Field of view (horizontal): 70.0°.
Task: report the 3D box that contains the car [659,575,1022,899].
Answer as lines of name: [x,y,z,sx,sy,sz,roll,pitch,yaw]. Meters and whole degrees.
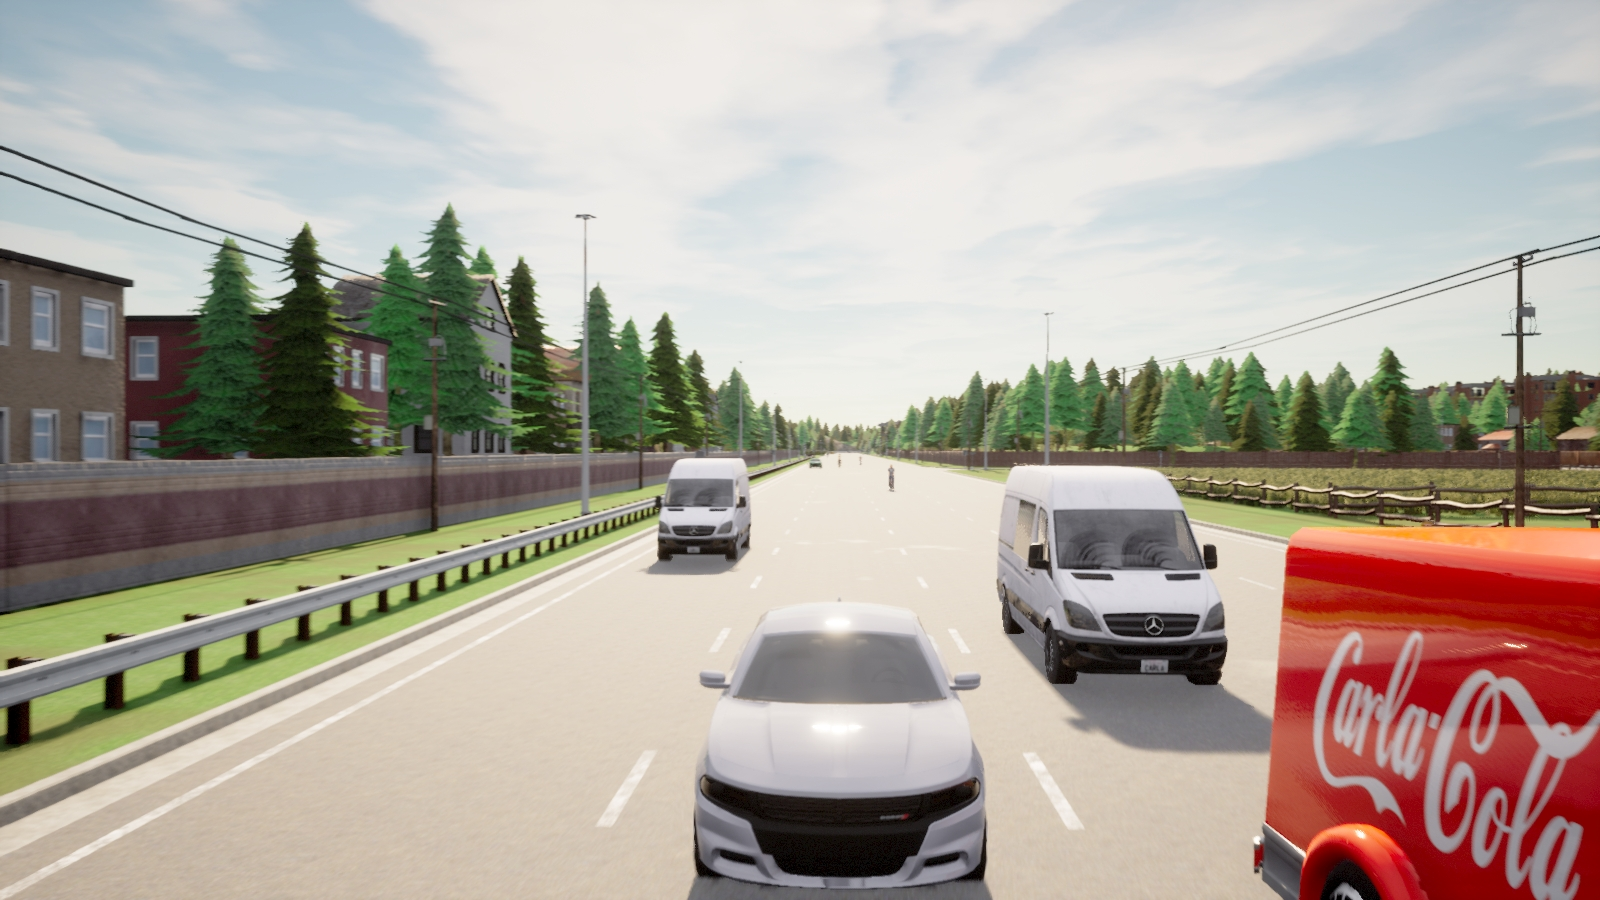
car: [0.314,2.029,9.104,2.097,1.535,5.006,0,0,2]

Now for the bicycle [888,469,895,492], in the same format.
bicycle: [6.148,2.023,76.820,0.373,1.496,1.643,0,0,2]

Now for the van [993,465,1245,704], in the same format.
van: [4.037,1.528,15.643,1.988,2.561,5.915,0,0,2]

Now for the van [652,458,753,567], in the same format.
van: [-2.461,1.518,30.368,1.988,2.561,5.915,0,0,2]

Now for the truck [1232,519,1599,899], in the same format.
truck: [3.686,1.584,3.910,2.627,2.467,5.204,0,-1,3]
